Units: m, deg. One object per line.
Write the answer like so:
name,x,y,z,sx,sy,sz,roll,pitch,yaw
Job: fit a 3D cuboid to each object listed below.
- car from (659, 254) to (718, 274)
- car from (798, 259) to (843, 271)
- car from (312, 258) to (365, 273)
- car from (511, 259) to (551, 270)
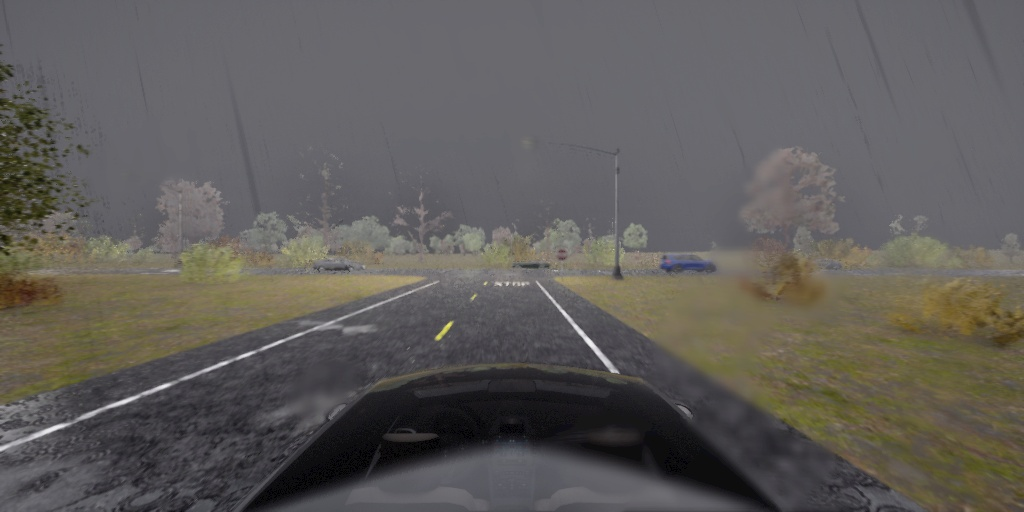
car,17.998,0.793,36.734,5.566,2.045,2.150,0,1,-2
car,37.981,1.092,44.336,4.902,1.511,2.128,-1,1,-2
car,-17.228,0.934,35.784,4.902,1.511,2.128,0,1,-2
car,2.224,1.055,43.297,4.718,1.301,1.895,0,0,-1
